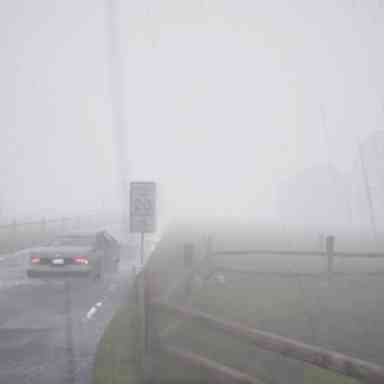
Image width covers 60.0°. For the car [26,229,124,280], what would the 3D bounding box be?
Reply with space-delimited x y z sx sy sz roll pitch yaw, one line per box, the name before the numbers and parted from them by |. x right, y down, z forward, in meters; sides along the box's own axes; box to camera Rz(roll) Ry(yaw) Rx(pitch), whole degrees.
car | -3.621 1.980 11.267 2.033 1.411 5.357 0 -2 -2

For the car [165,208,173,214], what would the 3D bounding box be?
car | -6.371 5.299 91.209 2.128 1.511 4.902 0 -2 -2
